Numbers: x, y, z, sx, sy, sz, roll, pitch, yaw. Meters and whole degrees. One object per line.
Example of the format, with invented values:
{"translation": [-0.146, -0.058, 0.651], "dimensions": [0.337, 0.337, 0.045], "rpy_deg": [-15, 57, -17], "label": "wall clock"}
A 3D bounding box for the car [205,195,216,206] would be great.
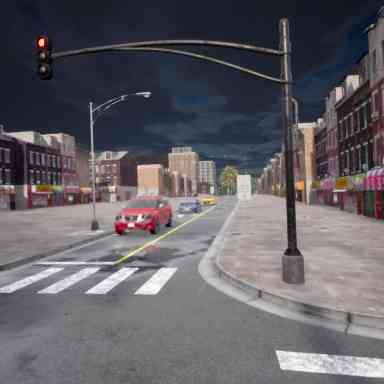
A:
{"translation": [2.488, 1.243, 50.114], "dimensions": [1.882, 1.535, 5.008], "rpy_deg": [-2, 0, 9], "label": "car"}

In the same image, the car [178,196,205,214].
{"translation": [-0.127, 1.437, 34.549], "dimensions": [1.812, 1.442, 4.674], "rpy_deg": [-2, 0, 9], "label": "car"}

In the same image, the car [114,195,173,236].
{"translation": [-2.616, 1.264, 19.361], "dimensions": [2.150, 2.045, 5.566], "rpy_deg": [-2, 1, 10], "label": "car"}
